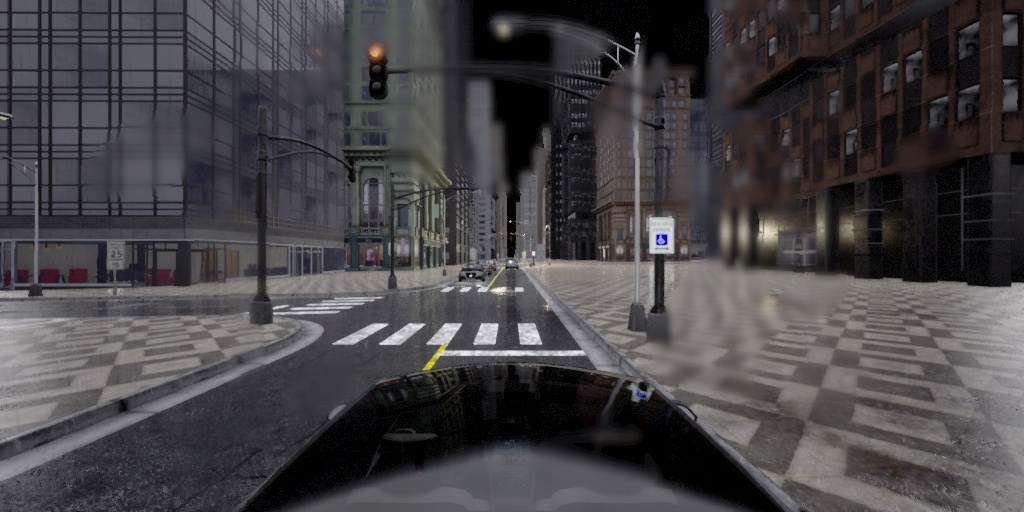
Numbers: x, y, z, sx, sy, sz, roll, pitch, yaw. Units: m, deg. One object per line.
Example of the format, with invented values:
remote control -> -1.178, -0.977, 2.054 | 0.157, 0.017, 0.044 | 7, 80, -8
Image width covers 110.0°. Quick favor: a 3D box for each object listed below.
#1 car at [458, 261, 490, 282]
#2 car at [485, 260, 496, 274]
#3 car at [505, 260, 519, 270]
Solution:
car -> -3.109, 1.309, 28.944 | 1.994, 1.385, 4.181 | 0, 0, 0
car -> -3.102, 1.237, 37.915 | 2.128, 1.511, 4.902 | 0, 0, 0
car -> -0.010, 1.316, 53.357 | 1.994, 1.385, 4.181 | 0, 0, 0
